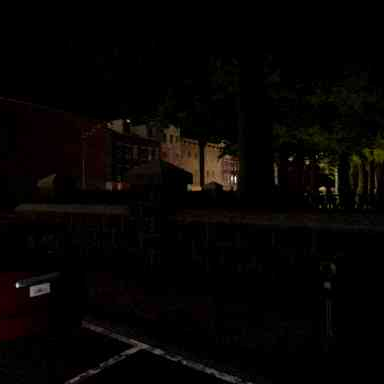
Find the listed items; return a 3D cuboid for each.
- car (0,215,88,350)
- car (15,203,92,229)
[{"bbox_3d":[-3.860,1.318,5.588,5.009,1.841,2.192,0,-1,36],"label":"car"},{"bbox_3d":[-9.395,1.583,22.935,1.812,1.442,4.674,-1,-1,35],"label":"car"}]
